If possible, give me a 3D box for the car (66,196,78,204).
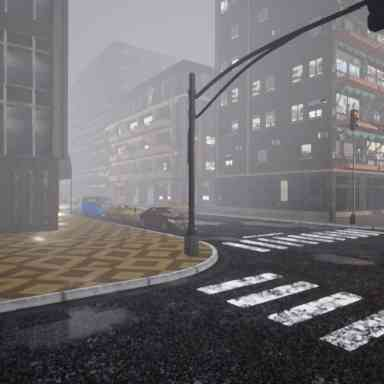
[{"bbox_3d":[-21.375,1.447,61.667,1.752,1.417,4.829,0,0,-36],"label":"car"}]

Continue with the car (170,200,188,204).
[{"bbox_3d":[-1.572,1.487,34.051,1.752,1.417,4.829,0,0,-36],"label":"car"}]

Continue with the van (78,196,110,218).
[{"bbox_3d":[-8.282,1.265,29.030,1.690,1.788,3.998,0,0,-36],"label":"van"}]

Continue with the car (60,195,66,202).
[{"bbox_3d":[-27.877,1.360,70.733,1.967,1.590,4.097,0,0,-36],"label":"car"}]

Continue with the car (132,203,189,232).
[{"bbox_3d":[-1.683,1.525,19.825,1.802,1.307,4.206,0,0,-36],"label":"car"}]

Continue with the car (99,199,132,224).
[{"bbox_3d":[-4.883,1.458,24.289,1.752,1.417,4.829,0,0,-36],"label":"car"}]
